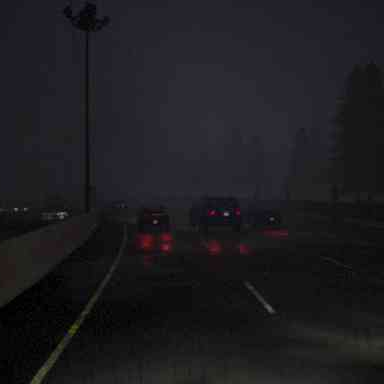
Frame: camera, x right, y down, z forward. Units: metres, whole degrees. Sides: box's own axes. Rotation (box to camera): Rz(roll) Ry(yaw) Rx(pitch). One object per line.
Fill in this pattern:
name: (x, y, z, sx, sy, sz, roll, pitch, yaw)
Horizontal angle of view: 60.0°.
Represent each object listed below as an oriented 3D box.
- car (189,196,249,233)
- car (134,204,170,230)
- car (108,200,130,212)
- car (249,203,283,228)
car: (1.281, 1.250, 20.108, 2.150, 2.045, 5.566, 0, 0, -11)
car: (-2.637, 1.532, 21.607, 2.128, 1.511, 4.902, 0, 0, -13)
car: (-9.019, 1.633, 40.870, 2.033, 1.411, 5.357, 0, 0, -24)
car: (4.339, 1.499, 22.560, 1.882, 1.535, 5.008, 0, 0, -12)
